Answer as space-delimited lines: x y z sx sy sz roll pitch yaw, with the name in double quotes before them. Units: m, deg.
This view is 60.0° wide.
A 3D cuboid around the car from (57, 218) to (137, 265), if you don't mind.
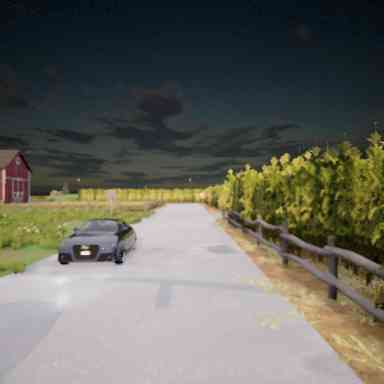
"car" -3.205 1.663 12.009 1.994 1.385 4.181 0 0 0
